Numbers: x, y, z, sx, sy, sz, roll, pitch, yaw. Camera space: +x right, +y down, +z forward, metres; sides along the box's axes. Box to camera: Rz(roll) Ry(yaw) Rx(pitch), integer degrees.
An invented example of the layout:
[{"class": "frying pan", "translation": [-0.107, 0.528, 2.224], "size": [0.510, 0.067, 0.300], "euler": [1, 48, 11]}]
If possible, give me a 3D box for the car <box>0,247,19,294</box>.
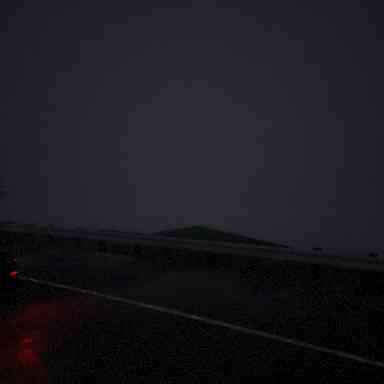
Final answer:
[{"class": "car", "translation": [-5.698, 1.477, 7.145], "size": [4.674, 1.442, 1.812], "euler": [0, 0, 29]}]
